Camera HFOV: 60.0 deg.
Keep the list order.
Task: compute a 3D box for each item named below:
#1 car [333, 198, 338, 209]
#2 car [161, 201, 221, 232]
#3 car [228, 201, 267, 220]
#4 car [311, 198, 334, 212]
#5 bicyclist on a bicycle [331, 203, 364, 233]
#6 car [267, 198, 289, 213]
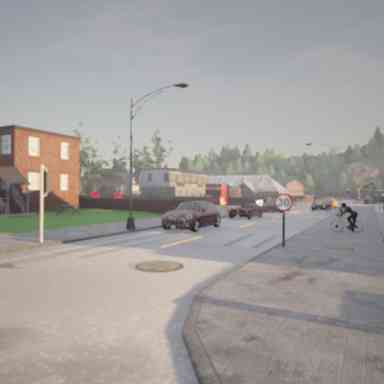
[{"bbox_3d":[20.942,1.664,50.557,1.882,1.535,5.008,1,0,29],"label":"car"},{"bbox_3d":[0.025,1.345,20.196,2.097,1.767,4.553,1,0,28],"label":"car"},{"bbox_3d":[4.766,1.637,29.050,1.895,1.301,4.718,1,0,28],"label":"car"},{"bbox_3d":[16.197,1.744,41.605,1.895,1.301,4.718,1,0,29],"label":"car"},{"bbox_3d":[8.462,1.427,18.165,1.656,1.620,0.582,0,0,28],"label":"bicyclist on a bicycle"},{"bbox_3d":[9.624,1.432,38.079,2.097,1.767,4.553,1,0,28],"label":"car"}]
